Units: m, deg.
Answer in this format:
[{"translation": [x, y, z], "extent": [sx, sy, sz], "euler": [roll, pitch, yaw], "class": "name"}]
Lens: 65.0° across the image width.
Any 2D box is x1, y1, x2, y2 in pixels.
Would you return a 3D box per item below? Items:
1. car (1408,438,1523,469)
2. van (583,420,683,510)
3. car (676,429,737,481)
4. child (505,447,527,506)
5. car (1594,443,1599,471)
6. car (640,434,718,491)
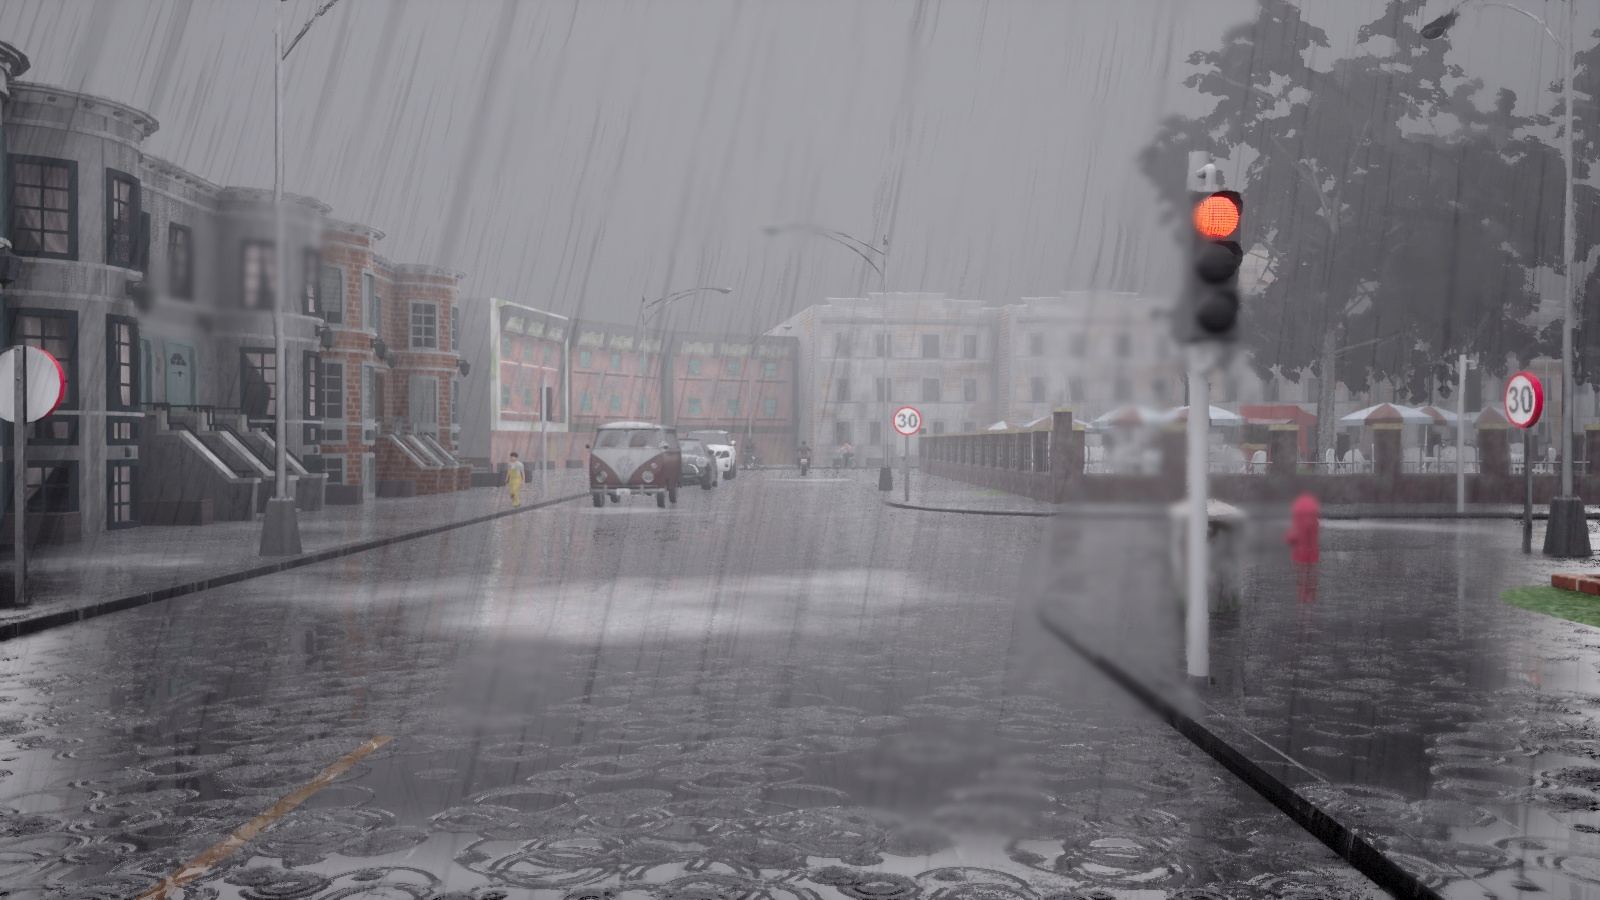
[{"translation": [35.729, 0.173, 67.509], "extent": [5.027, 1.651, 2.152], "euler": [0, 0, 0], "class": "car"}, {"translation": [-3.890, 0.327, 29.929], "extent": [1.775, 1.987, 4.442], "euler": [0, 0, 0], "class": "van"}, {"translation": [-3.850, 0.166, 52.396], "extent": [2.150, 2.045, 5.566], "euler": [0, 0, 0], "class": "car"}, {"translation": [-6.176, 0.577, 27.300], "extent": [0.270, 1.263, 0.437], "euler": [0, 0, 23], "class": "child"}, {"translation": [45.081, 0.380, 67.495], "extent": [3.705, 1.549, 1.789], "euler": [0, 0, 0], "class": "car"}, {"translation": [-3.862, 0.371, 40.912], "extent": [2.097, 1.767, 4.553], "euler": [0, 0, 0], "class": "car"}]
